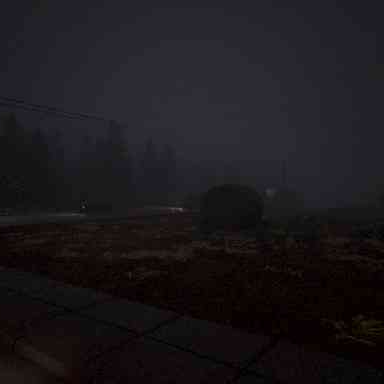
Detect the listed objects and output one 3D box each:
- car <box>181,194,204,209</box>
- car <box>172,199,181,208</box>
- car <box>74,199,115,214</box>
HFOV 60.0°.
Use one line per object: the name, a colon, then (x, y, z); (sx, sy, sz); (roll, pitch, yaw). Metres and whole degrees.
car: (1.364, 1.248, 46.191); (2.150, 2.045, 5.566); (0, 0, 38)
car: (-0.992, 1.552, 49.130); (1.812, 1.442, 4.674); (0, 0, 37)
car: (-10.553, 1.552, 36.281); (1.812, 1.442, 4.674); (0, 0, 36)
